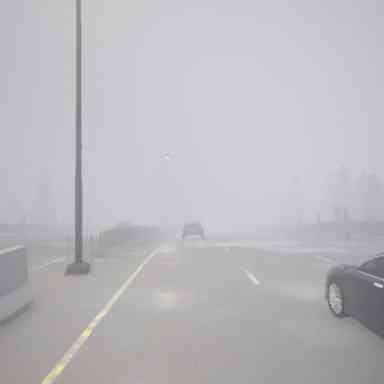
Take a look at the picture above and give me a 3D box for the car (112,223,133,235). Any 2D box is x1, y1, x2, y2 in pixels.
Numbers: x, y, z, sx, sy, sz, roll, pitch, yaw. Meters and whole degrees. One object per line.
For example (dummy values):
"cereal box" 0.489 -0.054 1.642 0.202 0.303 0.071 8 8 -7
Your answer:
"car" -10.527 5.597 50.551 2.097 1.767 4.553 0 -7 0

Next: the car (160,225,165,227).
"car" -6.970 8.362 75.461 1.837 1.490 4.892 0 -5 0

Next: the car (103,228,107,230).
"car" -14.004 6.646 57.524 1.895 1.301 4.718 0 -7 1

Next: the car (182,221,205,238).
"car" 0.112 3.405 30.256 2.128 1.511 4.902 0 -7 0

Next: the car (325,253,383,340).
"car" 3.601 1.578 4.818 1.837 1.490 4.892 0 -1 0

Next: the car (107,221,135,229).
"car" -7.066 3.823 35.084 2.097 1.767 4.553 0 -6 0
